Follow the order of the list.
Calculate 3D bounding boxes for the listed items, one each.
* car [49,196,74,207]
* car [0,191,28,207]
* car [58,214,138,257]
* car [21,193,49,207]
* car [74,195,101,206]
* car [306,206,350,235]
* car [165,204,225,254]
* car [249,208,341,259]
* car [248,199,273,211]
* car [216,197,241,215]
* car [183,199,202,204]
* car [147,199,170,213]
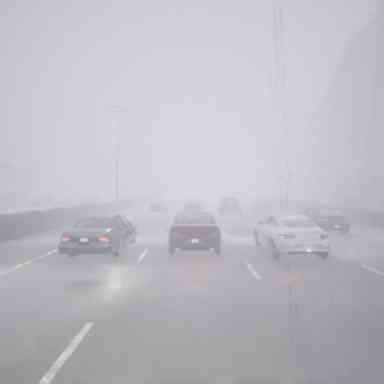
[{"bbox_3d":[-17.585,1.258,46.117,1.812,1.442,4.674,0,1,0],"label":"car"},{"bbox_3d":[-24.583,0.954,46.049,2.150,2.045,5.566,0,1,0],"label":"car"},{"bbox_3d":[-3.400,1.552,12.981,2.033,1.411,5.357,0,0,0],"label":"car"},{"bbox_3d":[-21.084,1.210,46.088,1.882,1.535,5.008,0,1,0],"label":"car"},{"bbox_3d":[-14.088,1.224,46.110,2.128,1.511,4.902,0,1,0],"label":"car"},{"bbox_3d":[7.084,1.514,18.573,1.812,1.442,4.674,0,0,0],"label":"car"},{"bbox_3d":[0.099,1.481,13.630,1.882,1.535,5.008,0,0,0],"label":"car"},{"bbox_3d":[3.589,1.532,12.533,1.812,1.442,4.674,0,0,0],"label":"car"},{"bbox_3d":[7.097,1.402,34.444,1.812,1.442,4.674,0,1,0],"label":"car"},{"bbox_3d":[3.596,1.240,33.110,2.097,1.767,4.553,0,1,0],"label":"car"},{"bbox_3d":[0.096,1.401,34.461,1.812,1.442,4.674,0,1,0],"label":"car"},{"bbox_3d":[-3.403,1.401,34.464,1.812,1.442,4.674,0,1,0],"label":"car"}]
